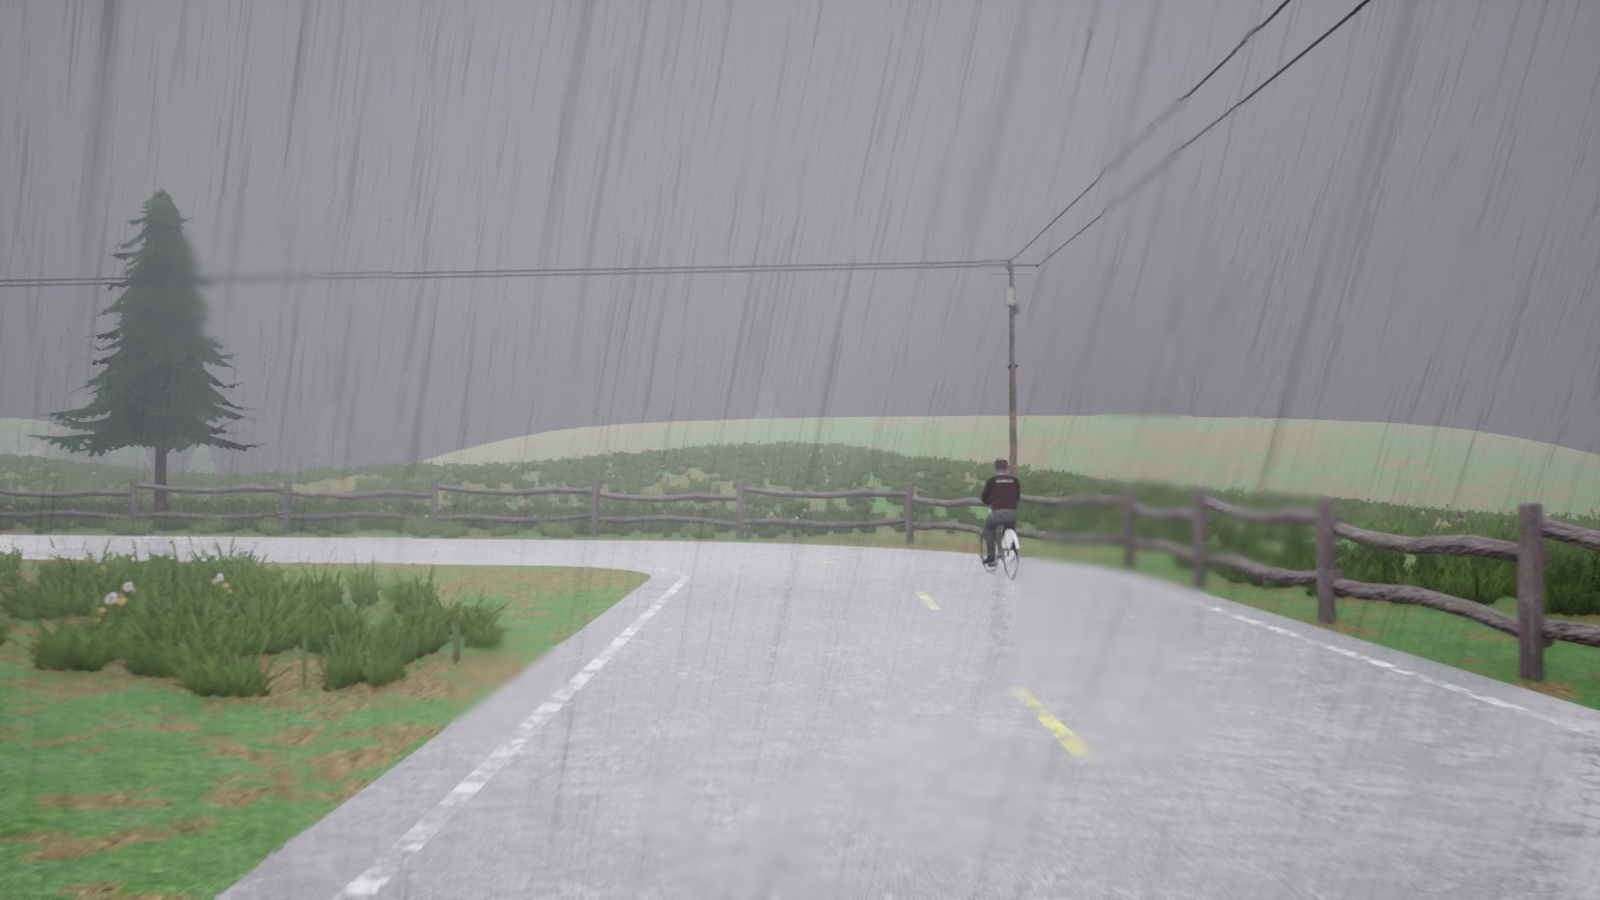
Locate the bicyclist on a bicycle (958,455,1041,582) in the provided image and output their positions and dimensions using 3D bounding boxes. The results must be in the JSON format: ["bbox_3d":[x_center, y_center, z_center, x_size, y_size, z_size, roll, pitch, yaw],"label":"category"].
[{"bbox_3d":[2.939,0.986,18.707,0.659,1.776,1.843,-2,-1,-8],"label":"bicyclist on a bicycle"}]
